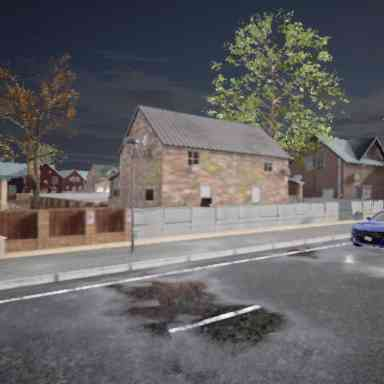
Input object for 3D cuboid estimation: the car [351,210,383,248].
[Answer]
[{"bbox_3d":[8.469,1.422,13.533,5.008,1.535,1.882,0,0,-34],"label":"car"}]
